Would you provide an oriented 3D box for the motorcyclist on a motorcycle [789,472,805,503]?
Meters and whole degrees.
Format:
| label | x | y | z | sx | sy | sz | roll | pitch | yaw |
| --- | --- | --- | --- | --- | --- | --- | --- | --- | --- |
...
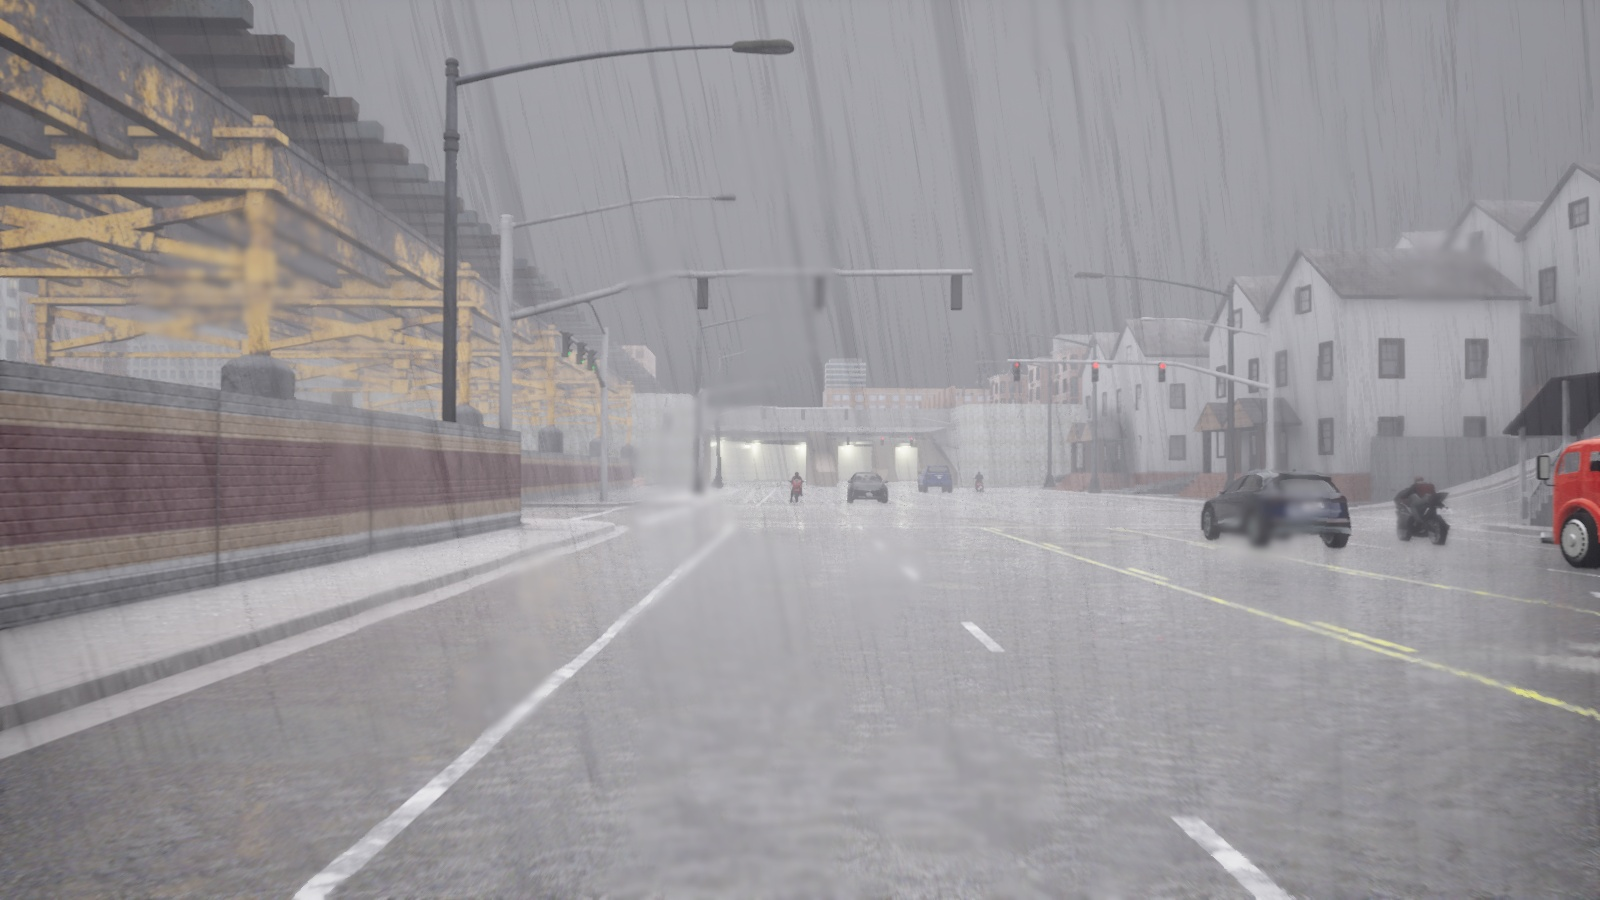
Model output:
| label | x | y | z | sx | sy | sz | roll | pitch | yaw |
| --- | --- | --- | --- | --- | --- | --- | --- | --- | --- |
| motorcyclist on a motorcycle | -0.144 | 1.846 | 62.616 | 0.797 | 1.523 | 2.044 | 0 | -1 | 0 |

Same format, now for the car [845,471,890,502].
| label | x | y | z | sx | sy | sz | roll | pitch | yaw |
| --- | --- | --- | --- | --- | --- | --- | --- | --- | --- |
| car | 3.355 | 1.804 | 63.068 | 2.007 | 1.525 | 4.514 | 0 | -1 | 0 |

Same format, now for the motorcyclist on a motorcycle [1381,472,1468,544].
| label | x | y | z | sx | sy | sz | roll | pitch | yaw |
| --- | --- | --- | --- | --- | --- | --- | --- | --- | --- |
| motorcyclist on a motorcycle | 13.900 | 1.264 | 28.042 | 0.866 | 1.530 | 2.191 | 0 | -1 | 1 |

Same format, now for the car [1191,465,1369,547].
| label | x | y | z | sx | sy | sz | roll | pitch | yaw |
| --- | --- | --- | --- | --- | --- | --- | --- | --- | --- |
| car | 10.437 | 1.168 | 27.755 | 2.033 | 1.649 | 4.856 | 0 | -1 | 0 |

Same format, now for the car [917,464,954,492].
| label | x | y | z | sx | sy | sz | roll | pitch | yaw |
| --- | --- | --- | --- | --- | --- | --- | --- | --- | --- |
| car | 10.281 | 2.092 | 95.496 | 2.150 | 2.045 | 5.566 | 0 | -1 | 0 |

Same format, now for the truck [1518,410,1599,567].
| label | x | y | z | sx | sy | sz | roll | pitch | yaw |
| --- | --- | --- | --- | --- | --- | --- | --- | --- | --- |
| truck | 13.954 | 0.598 | 19.483 | 2.627 | 2.467 | 5.204 | 0 | -1 | 0 |
